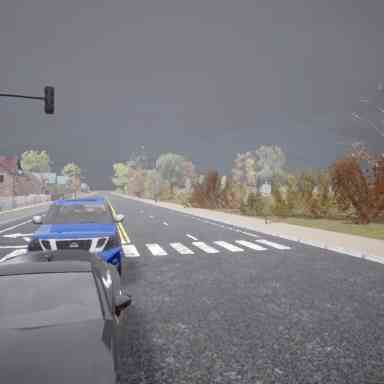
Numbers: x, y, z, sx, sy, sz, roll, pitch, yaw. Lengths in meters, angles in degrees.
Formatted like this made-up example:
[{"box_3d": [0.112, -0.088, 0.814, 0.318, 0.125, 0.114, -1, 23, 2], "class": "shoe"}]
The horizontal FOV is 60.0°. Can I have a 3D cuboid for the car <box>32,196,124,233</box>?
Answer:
[{"box_3d": [-3.342, 1.218, 10.064, 2.150, 2.045, 5.566, 0, 0, -15], "class": "car"}]

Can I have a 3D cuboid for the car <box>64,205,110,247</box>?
[{"box_3d": [-4.960, 1.498, 16.147, 1.837, 1.490, 4.892, 0, 0, -15], "class": "car"}]

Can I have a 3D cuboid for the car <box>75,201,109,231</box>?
[{"box_3d": [-6.491, 1.467, 21.902, 1.882, 1.535, 5.008, 0, 0, -15], "class": "car"}]

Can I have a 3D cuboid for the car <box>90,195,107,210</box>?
[{"box_3d": [-12.390, 1.319, 44.107, 2.097, 1.767, 4.553, 0, 0, -15], "class": "car"}]

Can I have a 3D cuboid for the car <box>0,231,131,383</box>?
[{"box_3d": [-1.743, 1.524, 3.965, 1.812, 1.442, 4.674, 0, 0, -12], "class": "car"}]
